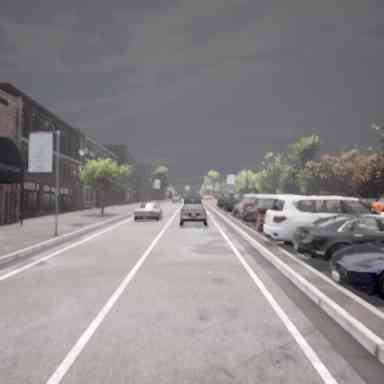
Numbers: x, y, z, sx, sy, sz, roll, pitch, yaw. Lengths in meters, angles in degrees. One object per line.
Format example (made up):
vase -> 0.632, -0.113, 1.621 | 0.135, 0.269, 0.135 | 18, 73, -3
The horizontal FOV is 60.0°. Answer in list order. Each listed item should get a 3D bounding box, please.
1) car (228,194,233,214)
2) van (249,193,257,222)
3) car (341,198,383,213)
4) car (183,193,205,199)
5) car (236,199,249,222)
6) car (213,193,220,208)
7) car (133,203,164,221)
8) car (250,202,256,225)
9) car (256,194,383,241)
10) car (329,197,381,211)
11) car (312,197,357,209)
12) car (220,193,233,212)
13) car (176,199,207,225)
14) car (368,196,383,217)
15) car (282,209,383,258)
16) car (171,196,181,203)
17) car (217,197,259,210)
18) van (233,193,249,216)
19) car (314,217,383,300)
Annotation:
car -> 5.562, 1.248, 27.045 | 4.553, 1.767, 2.185 | 0, 0, 0
van -> 5.718, 1.172, 18.634 | 4.442, 1.987, 1.878 | 0, 0, 0
car -> 18.675, 1.406, 35.457 | 4.674, 1.452, 2.002 | 0, 0, 0
car -> 0.097, 1.122, 41.070 | 2.150, 2.045, 5.566 | 0, 0, 0
car -> 5.593, 1.391, 21.437 | 4.892, 1.521, 2.231 | 0, 0, 0
car -> 5.623, 1.117, 38.256 | 5.566, 2.045, 2.435 | 0, 0, 0
car -> -3.351, 1.512, 26.101 | 1.895, 1.301, 4.718 | 0, 0, 0
car -> 5.600, 1.406, 15.831 | 5.008, 1.535, 2.097 | 0, 0, 0
car -> 5.638, 1.163, 13.027 | 5.566, 2.045, 2.435 | 0, 0, 0
car -> 18.679, 1.368, 38.244 | 5.008, 1.535, 2.097 | 0, 0, 0
car -> 18.672, 1.386, 43.813 | 5.008, 1.535, 2.097 | 0, 0, 0
car -> 5.621, 1.117, 29.846 | 5.566, 2.045, 2.435 | 0, 0, 0
car -> 0.098, 1.466, 23.218 | 2.033, 1.411, 5.357 | 0, 0, 0
car -> 18.642, 1.243, 29.889 | 4.553, 1.767, 2.185 | 0, 0, 0
car -> 5.609, 1.423, 10.220 | 4.892, 1.521, 2.231 | 0, 0, 0
car -> -3.255, 1.610, 68.514 | 1.812, 1.442, 4.674 | 0, 0, 0
car -> 5.590, 1.377, 41.057 | 4.892, 1.521, 2.231 | 0, 0, 0
van -> 5.480, 1.156, 24.241 | 4.442, 1.987, 1.878 | 0, 0, 0
car -> 5.588, 1.462, 7.423 | 4.792, 1.488, 2.163 | 0, 0, 0
